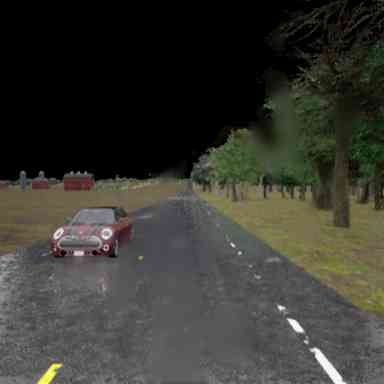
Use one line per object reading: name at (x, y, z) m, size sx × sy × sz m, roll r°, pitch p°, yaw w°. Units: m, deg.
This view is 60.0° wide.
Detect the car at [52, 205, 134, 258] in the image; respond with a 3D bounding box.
car at (-3.590, 1.357, 12.810) m, size 2.097 × 1.767 × 4.553 m, roll 0°, pitch 0°, yaw 0°
